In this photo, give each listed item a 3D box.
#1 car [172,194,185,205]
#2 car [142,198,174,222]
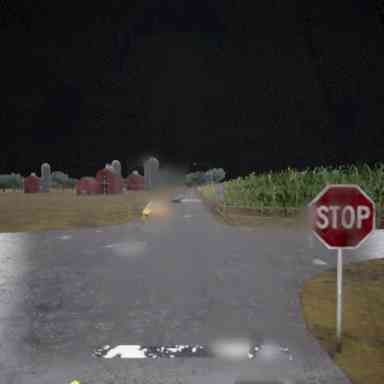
[{"bbox_3d":[-2.729,1.484,57.937,2.033,1.411,5.357,0,0,0],"label":"car"},{"bbox_3d":[-2.739,1.506,26.058,1.882,1.535,5.008,0,1,0],"label":"car"}]
